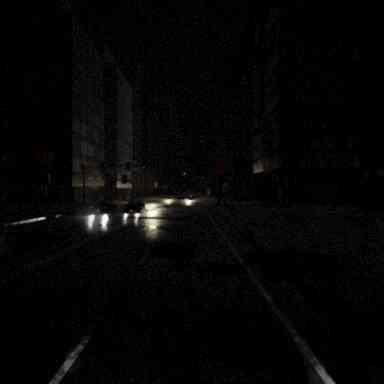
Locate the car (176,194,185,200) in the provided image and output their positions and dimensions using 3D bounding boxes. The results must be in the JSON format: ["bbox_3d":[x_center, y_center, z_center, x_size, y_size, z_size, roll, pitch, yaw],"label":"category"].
[{"bbox_3d":[-3.255,1.429,93.889,2.097,1.767,4.553,0,0,0],"label":"car"}]

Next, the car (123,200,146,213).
[{"bbox_3d":[-6.518,1.598,38.303,2.033,1.411,5.357,0,0,0],"label":"car"}]

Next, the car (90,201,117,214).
[{"bbox_3d":[-9.785,1.649,36.880,1.895,1.301,4.718,0,0,1],"label":"car"}]

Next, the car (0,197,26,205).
[{"bbox_3d":[-30.543,1.469,56.588,4.313,1.339,1.947,0,0,0],"label":"car"}]

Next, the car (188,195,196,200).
[{"bbox_3d":[-0.004,1.601,93.952,2.128,1.511,4.902,0,0,0],"label":"car"}]
